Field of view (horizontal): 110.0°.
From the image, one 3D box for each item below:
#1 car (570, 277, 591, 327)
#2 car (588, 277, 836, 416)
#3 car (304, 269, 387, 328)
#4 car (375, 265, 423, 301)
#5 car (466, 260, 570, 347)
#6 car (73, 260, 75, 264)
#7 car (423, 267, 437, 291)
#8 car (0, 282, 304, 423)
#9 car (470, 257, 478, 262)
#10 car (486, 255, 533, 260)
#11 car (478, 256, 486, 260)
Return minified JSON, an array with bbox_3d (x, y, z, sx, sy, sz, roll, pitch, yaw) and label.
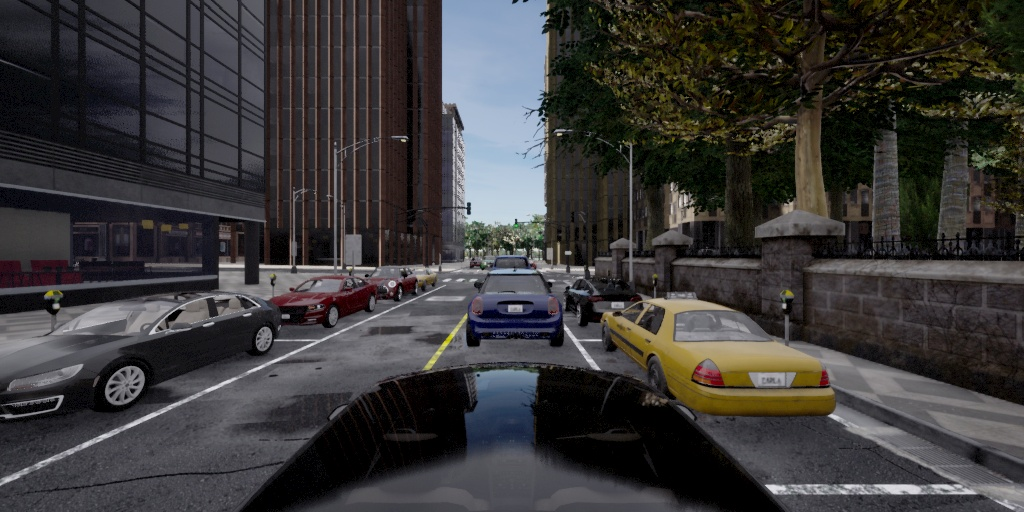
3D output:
[{"bbox_3d":[2.747,1.316,11.403,1.948,1.339,4.313,0,0,0],"label":"car"},{"bbox_3d":[2.755,1.275,6.116,1.751,1.417,4.829,0,0,0],"label":"car"},{"bbox_3d":[-5.778,1.295,11.388,1.888,1.381,4.507,0,0,0],"label":"car"},{"bbox_3d":[-5.786,1.190,16.845,1.967,1.591,4.097,0,0,0],"label":"car"},{"bbox_3d":[0.041,1.102,9.506,2.097,1.767,4.553,0,0,-1],"label":"car"},{"bbox_3d":[-48.417,0.396,36.840,5.357,1.411,2.033,1,0,0],"label":"car"},{"bbox_3d":[-5.794,1.277,22.131,1.751,1.417,4.829,0,0,0],"label":"car"},{"bbox_3d":[-5.769,1.300,5.931,2.007,1.370,4.403,0,0,0],"label":"car"},{"bbox_3d":[-5.851,1.079,59.709,2.192,1.841,5.009,0,0,0],"label":"car"},{"bbox_3d":[-0.018,0.975,19.404,2.150,2.045,5.566,0,0,0],"label":"car"},{"bbox_3d":[-3.178,0.982,51.183,2.150,2.045,5.566,0,0,0],"label":"car"}]
